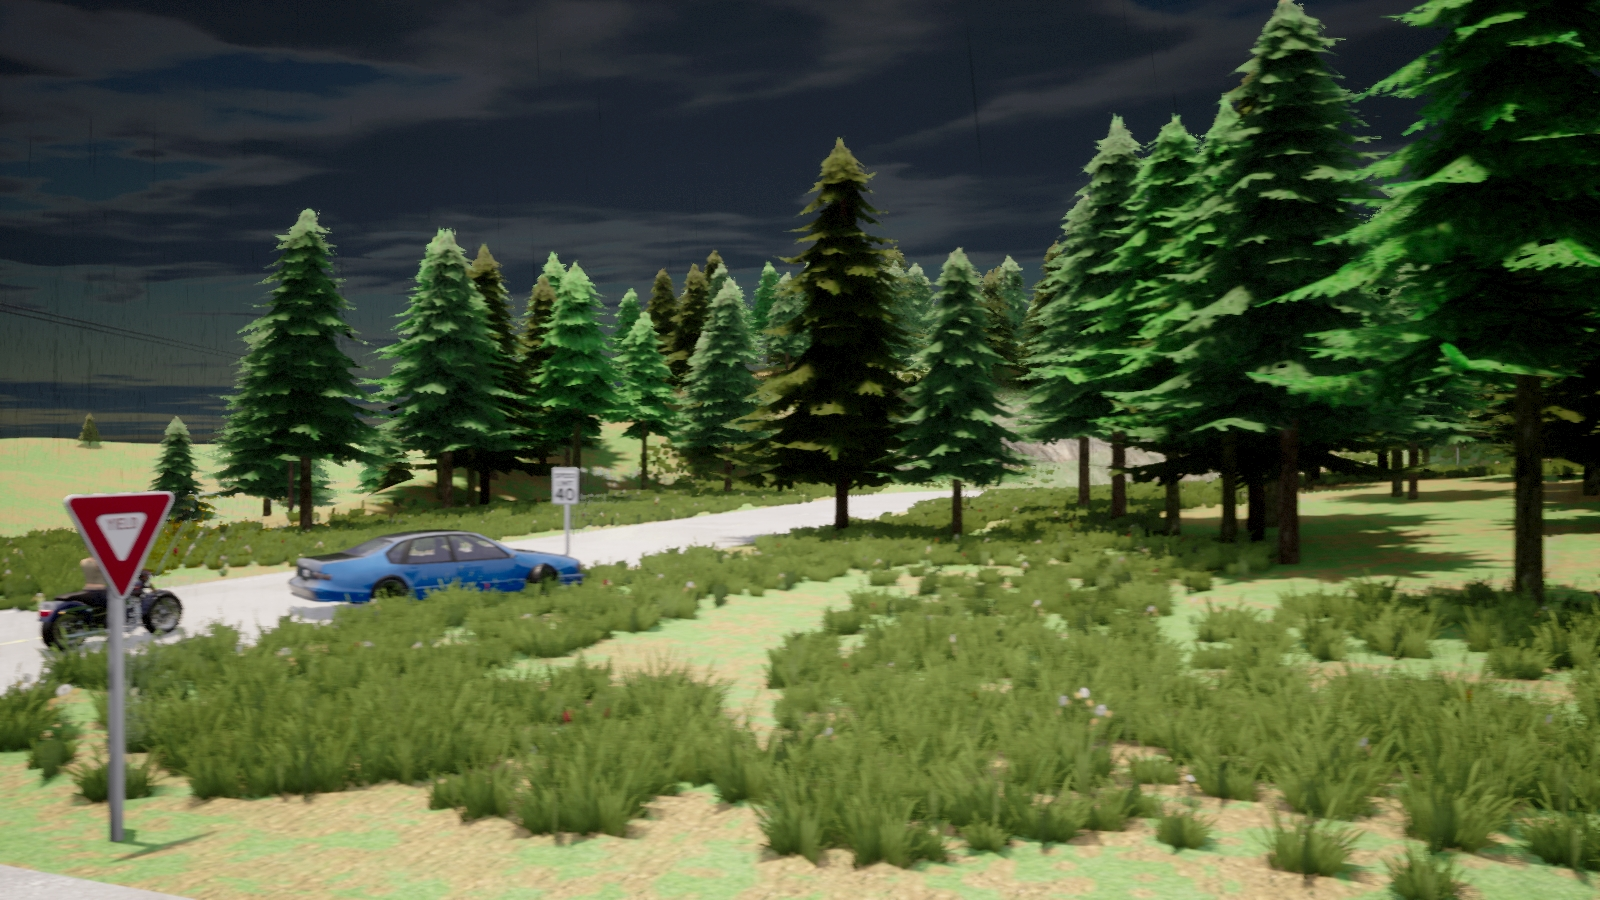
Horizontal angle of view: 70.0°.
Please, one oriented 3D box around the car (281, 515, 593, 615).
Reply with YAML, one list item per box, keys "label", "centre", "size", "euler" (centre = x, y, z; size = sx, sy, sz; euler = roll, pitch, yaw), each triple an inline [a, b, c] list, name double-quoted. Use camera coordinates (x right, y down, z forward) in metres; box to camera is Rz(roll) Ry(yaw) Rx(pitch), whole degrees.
- label: "car"
  centre: [-6.871, 2.103, 22.004]
  size: [5.357, 1.411, 2.033]
  euler: [0, 0, -39]
